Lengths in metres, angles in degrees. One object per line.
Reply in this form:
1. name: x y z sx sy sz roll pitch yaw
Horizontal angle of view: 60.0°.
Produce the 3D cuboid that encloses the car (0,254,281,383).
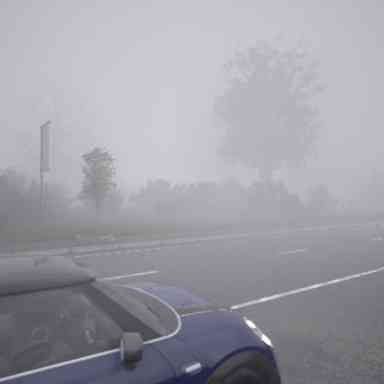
1. car: -1.334 1.358 2.810 4.553 1.767 2.097 1 0 -35
